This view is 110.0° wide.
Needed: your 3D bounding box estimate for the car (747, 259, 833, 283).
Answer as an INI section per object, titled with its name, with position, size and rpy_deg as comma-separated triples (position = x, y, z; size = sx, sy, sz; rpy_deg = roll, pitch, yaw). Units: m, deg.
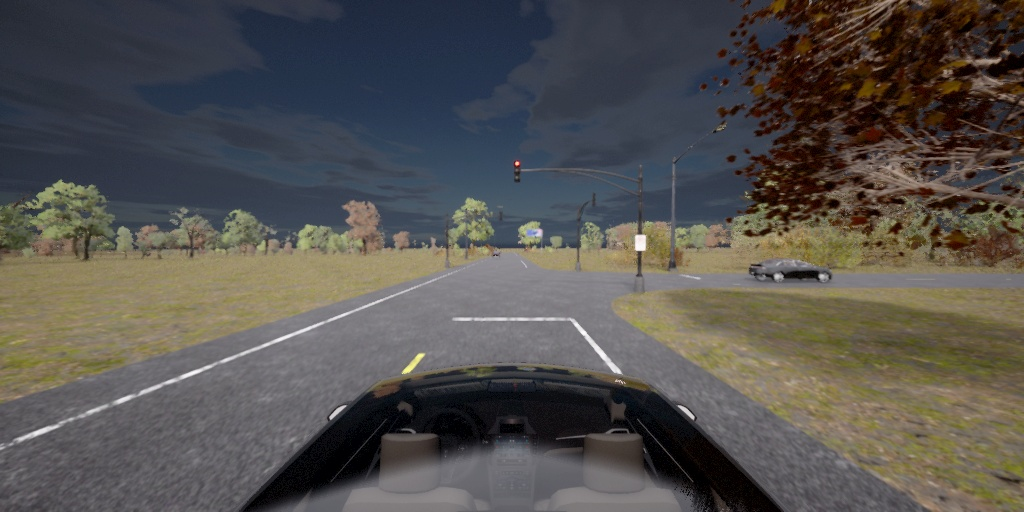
[car]
position = 18.337, 0.937, 23.682
size = 4.902, 1.511, 2.128
rpy_deg = 0, 2, 0
